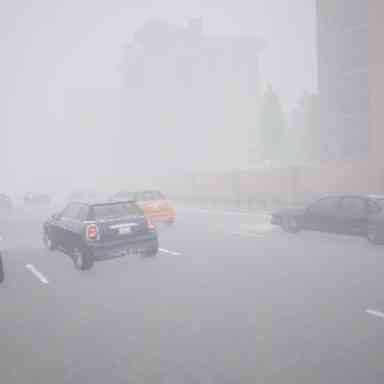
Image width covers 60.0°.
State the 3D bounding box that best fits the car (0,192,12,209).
[{"bbox_3d":[-17.452,0.765,29.780,1.837,1.490,4.892,-5,4,-36],"label":"car"}]

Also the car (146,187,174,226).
[{"bbox_3d":[-2.790,0.661,15.697,2.097,1.767,4.553,-5,3,-36],"label":"car"}]

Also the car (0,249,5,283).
[{"bbox_3d":[-5.761,1.358,7.961,1.812,1.442,4.674,-5,4,-36],"label":"car"}]

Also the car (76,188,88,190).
[{"bbox_3d":[-10.527,0.377,32.151,2.033,1.411,5.357,-5,4,-36],"label":"car"}]

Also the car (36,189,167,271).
[{"bbox_3d":[-2.938,0.954,9.998,2.097,1.767,4.553,-5,3,-36],"label":"car"}]

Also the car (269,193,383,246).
[{"bbox_3d":[5.103,0.748,10.867,2.033,1.411,5.357,-5,4,-36],"label":"car"}]

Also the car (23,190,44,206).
[{"bbox_3d":[-15.441,0.535,32.945,1.812,1.442,4.674,-5,4,-36],"label":"car"}]
